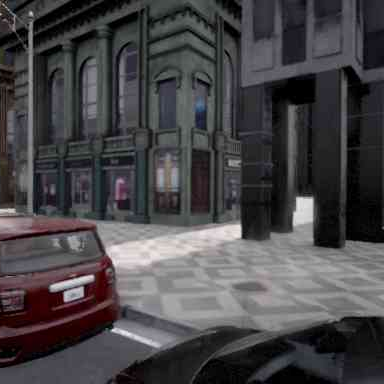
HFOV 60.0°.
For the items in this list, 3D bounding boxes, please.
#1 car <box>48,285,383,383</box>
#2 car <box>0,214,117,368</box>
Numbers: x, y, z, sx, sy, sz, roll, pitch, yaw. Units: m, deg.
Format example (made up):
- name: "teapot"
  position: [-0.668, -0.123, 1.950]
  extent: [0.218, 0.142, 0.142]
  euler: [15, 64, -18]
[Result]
- name: "car"
  position: [1.238, 1.566, 2.078]
  extent: [4.313, 1.339, 1.947]
  euler: [0, 0, 35]
- name: "car"
  position: [-3.351, 1.286, 5.349]
  extent: [5.009, 1.841, 2.192]
  euler: [0, 0, 35]
